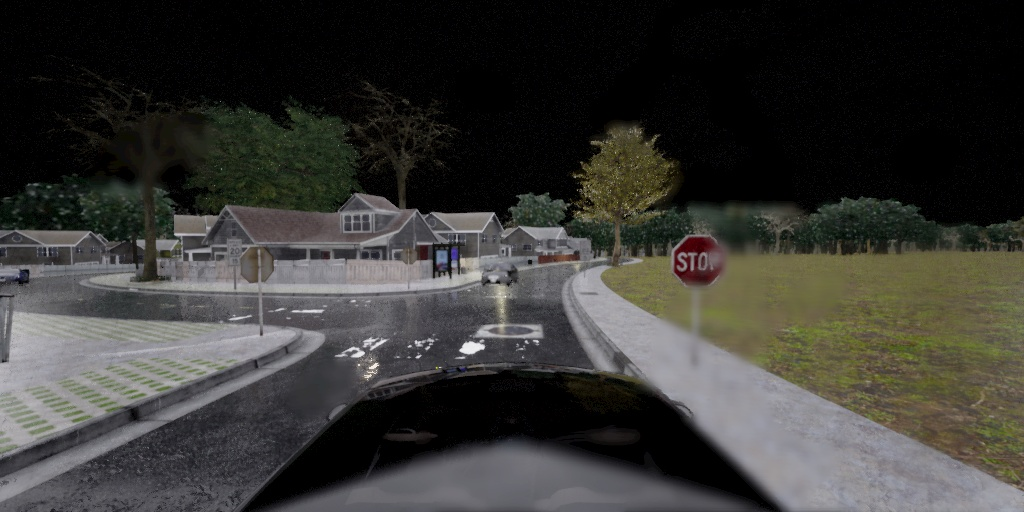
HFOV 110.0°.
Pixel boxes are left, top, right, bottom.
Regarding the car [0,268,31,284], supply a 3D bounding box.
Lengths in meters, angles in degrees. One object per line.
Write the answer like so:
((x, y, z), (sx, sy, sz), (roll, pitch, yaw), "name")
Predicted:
((-45.357, 1.832, 32.330), (4.674, 1.442, 1.812), (-1, 1, 42), "car")

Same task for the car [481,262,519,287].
((-0.718, 1.177, 23.860), (2.128, 1.511, 4.902), (0, 1, 10), "car")
